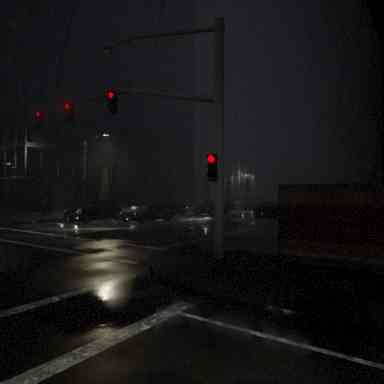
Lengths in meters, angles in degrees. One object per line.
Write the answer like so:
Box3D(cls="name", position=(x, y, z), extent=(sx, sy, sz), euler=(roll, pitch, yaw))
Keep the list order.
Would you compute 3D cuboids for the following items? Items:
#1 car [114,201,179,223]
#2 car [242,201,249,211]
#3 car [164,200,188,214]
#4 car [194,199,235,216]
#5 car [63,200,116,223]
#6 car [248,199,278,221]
Box3D(cls="car", position=(-3.424, 1.656, 25.925), extent=(1.895, 1.301, 4.718), euler=(0, 0, 36))
Box3D(cls="car", position=(8.054, 1.581, 41.953), extent=(1.812, 1.442, 4.674), euler=(0, 0, 36))
Box3D(cls="car", position=(-2.376, 1.560, 33.408), extent=(1.837, 1.490, 4.892), euler=(0, 0, 36))
Box3D(cls="car", position=(2.088, 1.533, 33.631), extent=(1.882, 1.535, 5.008), euler=(0, 0, 35))
Box3D(cls="car", position=(-7.689, 1.407, 25.973), extent=(2.097, 1.767, 4.553), euler=(0, 0, 36))
Box3D(cls="car", position=(6.916, 1.533, 28.009), extent=(1.882, 1.535, 5.008), euler=(0, 0, 36))
